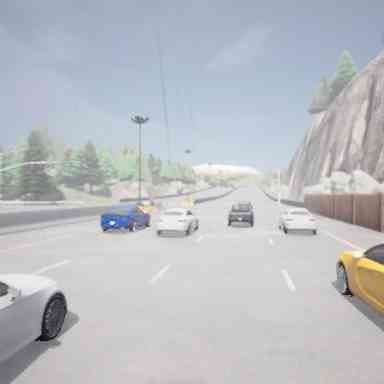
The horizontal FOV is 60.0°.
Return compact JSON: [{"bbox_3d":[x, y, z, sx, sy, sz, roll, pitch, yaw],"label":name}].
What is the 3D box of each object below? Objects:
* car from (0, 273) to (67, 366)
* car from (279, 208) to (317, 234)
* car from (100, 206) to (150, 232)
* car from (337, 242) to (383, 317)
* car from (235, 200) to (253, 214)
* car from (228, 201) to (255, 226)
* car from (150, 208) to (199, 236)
[{"bbox_3d":[-3.125,1.539,3.651,1.812,1.442,4.674,0,0,5],"label":"car"},{"bbox_3d":[6.463,1.715,20.611,1.812,1.442,4.674,0,0,10],"label":"car"},{"bbox_3d":[-4.075,1.617,21.148,1.882,1.535,5.008,0,0,10],"label":"car"},{"bbox_3d":[4.118,1.543,5.771,1.882,1.535,5.008,0,-1,6],"label":"car"},{"bbox_3d":[6.465,1.836,41.040,2.128,1.511,4.902,0,0,10],"label":"car"},{"bbox_3d":[3.768,1.704,25.471,2.128,1.511,4.902,0,0,10],"label":"car"},{"bbox_3d":[-0.783,1.671,19.628,1.812,1.442,4.674,0,0,10],"label":"car"}]
